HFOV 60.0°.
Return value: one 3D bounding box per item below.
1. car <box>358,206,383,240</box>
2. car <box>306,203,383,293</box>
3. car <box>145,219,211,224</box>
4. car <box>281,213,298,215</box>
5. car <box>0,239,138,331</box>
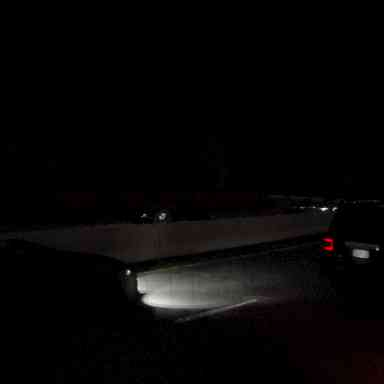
[{"bbox_3d":[11.032,1.632,18.149,2.128,1.511,4.902,0,0,45],"label":"car"},{"bbox_3d":[5.294,1.285,8.026,5.566,2.045,2.150,1,0,-39],"label":"car"},{"bbox_3d":[-0.903,1.450,21.457,4.553,1.767,2.097,1,0,-43],"label":"car"},{"bbox_3d":[8.357,1.728,25.805,1.994,1.385,4.181,0,0,41],"label":"car"},{"bbox_3d":[-3.112,1.577,6.021,4.181,1.385,1.994,0,0,-35],"label":"car"}]
